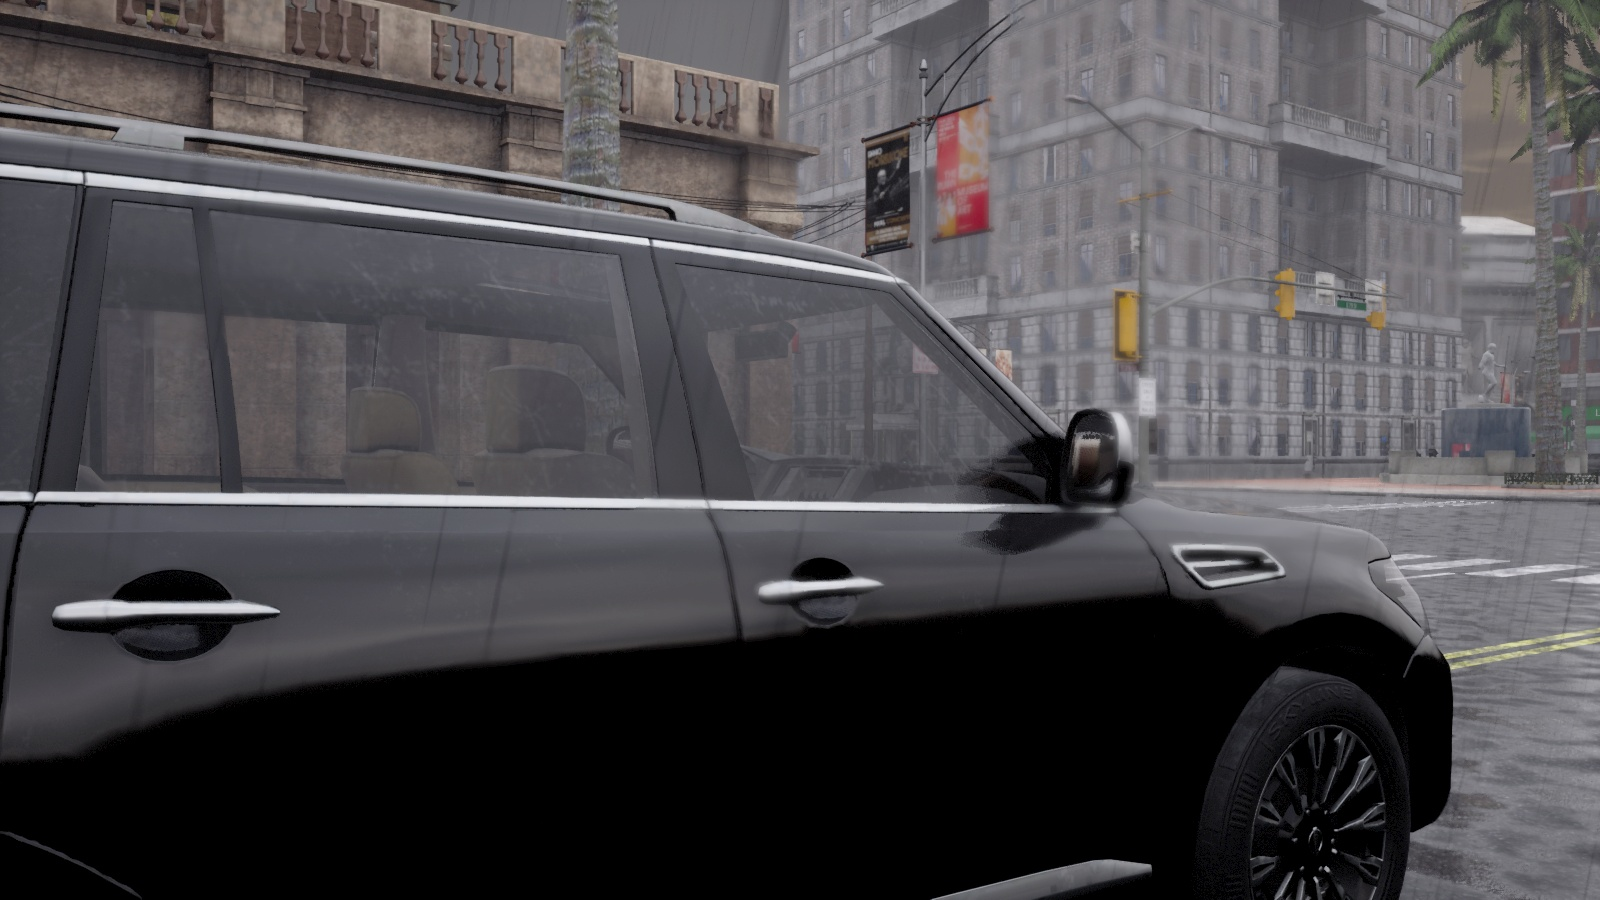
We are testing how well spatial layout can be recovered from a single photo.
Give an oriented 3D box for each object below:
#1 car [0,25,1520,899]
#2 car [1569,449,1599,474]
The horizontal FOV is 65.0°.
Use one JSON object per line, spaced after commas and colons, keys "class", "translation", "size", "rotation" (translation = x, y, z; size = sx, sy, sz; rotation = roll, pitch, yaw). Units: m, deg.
{"class": "car", "translation": [-0.661, 0.473, 3.201], "size": [5.566, 2.045, 2.150], "rotation": [0, 0, -35]}
{"class": "car", "translation": [53.381, 0.763, 82.232], "size": [2.033, 1.649, 4.856], "rotation": [0, 0, -24]}
